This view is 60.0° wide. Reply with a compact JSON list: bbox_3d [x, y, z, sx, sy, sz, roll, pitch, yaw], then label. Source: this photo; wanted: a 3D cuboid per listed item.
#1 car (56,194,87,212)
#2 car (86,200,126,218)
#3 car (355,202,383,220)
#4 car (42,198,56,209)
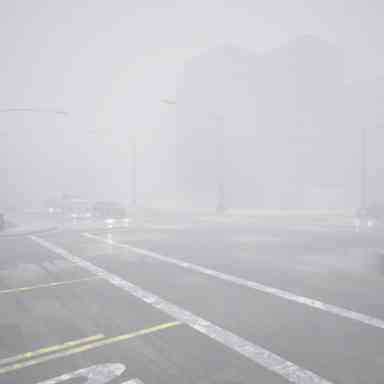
[{"bbox_3d":[-13.593,1.222,38.459,2.150,2.045,5.566,0,0,-36],"label":"car"},{"bbox_3d":[-7.706,1.506,30.469,1.837,1.490,4.892,0,0,-36],"label":"car"},{"bbox_3d":[16.480,1.608,29.725,4.902,1.511,2.128,1,-1,-38],"label":"car"},{"bbox_3d":[-19.584,1.565,46.600,1.994,1.385,4.181,0,0,-36],"label":"car"}]
